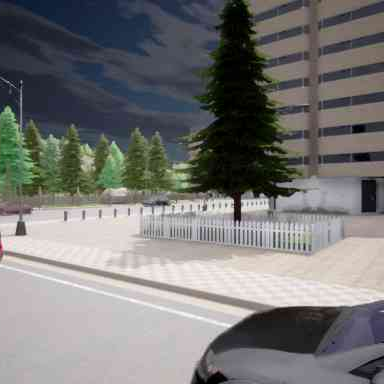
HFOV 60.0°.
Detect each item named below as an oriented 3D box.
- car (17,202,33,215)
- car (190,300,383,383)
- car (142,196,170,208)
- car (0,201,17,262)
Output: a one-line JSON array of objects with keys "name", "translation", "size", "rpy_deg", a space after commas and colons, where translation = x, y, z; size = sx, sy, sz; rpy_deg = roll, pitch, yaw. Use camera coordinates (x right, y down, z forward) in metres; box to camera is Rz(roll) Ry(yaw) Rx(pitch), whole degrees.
[{"name": "car", "translation": [-17.562, 1.564, 31.827], "size": [1.994, 1.385, 4.181], "rpy_deg": [0, 0, 35]}, {"name": "car", "translation": [2.029, 1.564, 2.545], "size": [4.181, 1.385, 1.994], "rpy_deg": [0, 0, 35]}, {"name": "car", "translation": [-5.261, 1.352, 49.086], "size": [2.097, 1.767, 4.553], "rpy_deg": [0, 0, 36]}, {"name": "car", "translation": [-7.415, 1.221, 9.228], "size": [5.566, 2.045, 2.150], "rpy_deg": [0, 0, 36]}]
